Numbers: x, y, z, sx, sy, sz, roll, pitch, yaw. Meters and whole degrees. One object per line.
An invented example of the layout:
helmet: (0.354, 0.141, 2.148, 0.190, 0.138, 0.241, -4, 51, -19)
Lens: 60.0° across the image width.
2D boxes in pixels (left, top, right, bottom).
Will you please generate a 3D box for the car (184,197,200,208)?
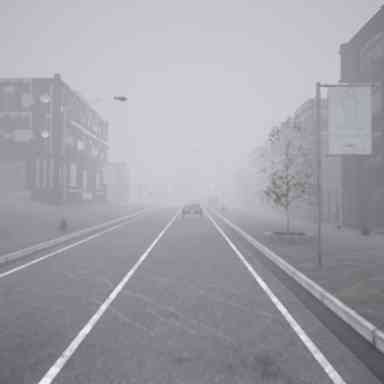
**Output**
car: (0.036, 1.460, 29.916, 2.128, 1.511, 4.902, 0, 0, 0)

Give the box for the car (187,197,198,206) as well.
car: (0.074, 1.674, 60.568, 1.837, 1.490, 4.892, 0, 0, 0)
